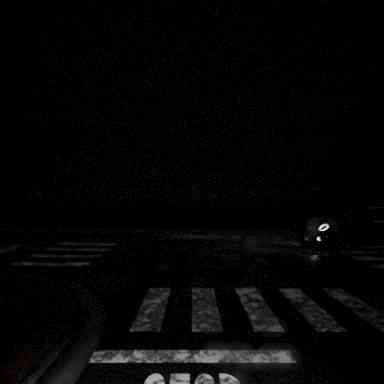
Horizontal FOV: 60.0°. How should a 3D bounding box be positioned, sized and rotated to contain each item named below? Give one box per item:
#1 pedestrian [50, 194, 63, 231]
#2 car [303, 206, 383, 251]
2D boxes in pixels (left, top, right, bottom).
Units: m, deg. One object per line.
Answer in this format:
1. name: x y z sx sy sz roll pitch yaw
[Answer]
1. pedestrian: -6.860 1.000 16.763 0.375 1.860 0.375 0 1 0
2. car: 7.050 1.394 13.853 4.553 1.767 2.097 1 1 0
